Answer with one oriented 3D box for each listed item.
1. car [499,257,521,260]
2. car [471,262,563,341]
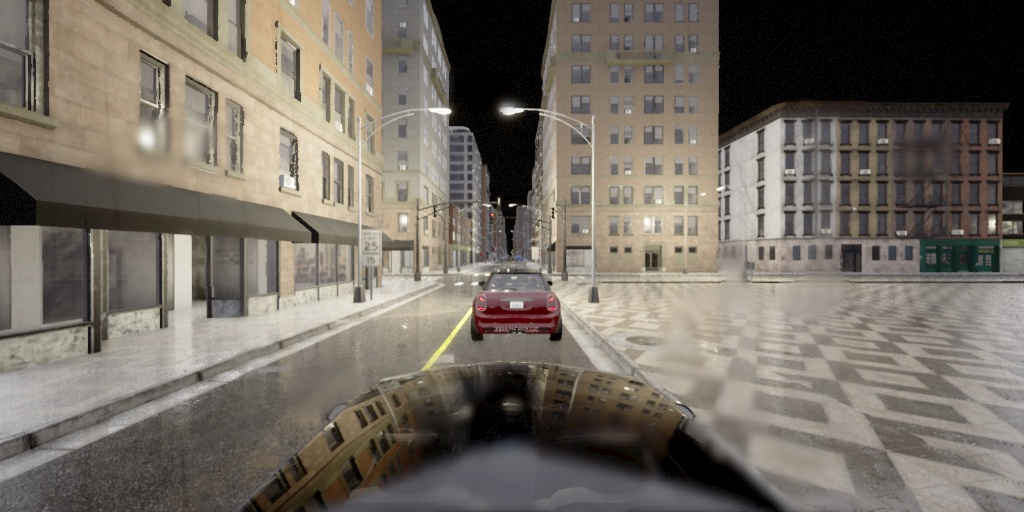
[{"bbox_3d":[0.056,1.096,19.832,2.097,1.767,4.553,0,0,-1],"label":"car"},{"bbox_3d":[0.105,1.100,10.016,2.097,1.767,4.553,0,0,0],"label":"car"}]
